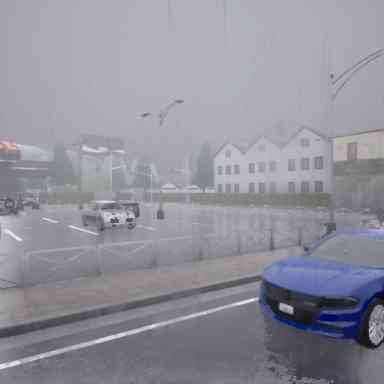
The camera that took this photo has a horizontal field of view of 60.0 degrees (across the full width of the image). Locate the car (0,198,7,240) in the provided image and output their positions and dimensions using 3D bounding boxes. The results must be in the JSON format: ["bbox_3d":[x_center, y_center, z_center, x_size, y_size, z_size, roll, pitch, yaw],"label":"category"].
[{"bbox_3d":[-9.665,1.169,14.375,2.152,1.636,5.027,0,0,-36],"label":"car"}]

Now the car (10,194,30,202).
[{"bbox_3d":[-38.162,1.328,73.786,3.866,1.878,1.905,0,0,-36],"label":"car"}]

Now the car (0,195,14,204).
[{"bbox_3d":[-38.404,1.495,66.658,4.611,1.667,2.242,0,0,-36],"label":"car"}]

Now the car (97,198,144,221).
[{"bbox_3d":[-5.742,1.313,26.231,2.007,1.523,4.514,0,0,-36],"label":"car"}]

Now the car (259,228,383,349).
[{"bbox_3d":[3.450,1.477,6.453,5.008,1.535,1.882,0,0,-35],"label":"car"}]

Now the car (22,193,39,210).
[{"bbox_3d":[-19.101,1.092,38.662,1.905,1.878,3.866,0,0,-36],"label":"car"}]

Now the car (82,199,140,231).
[{"bbox_3d":[-4.629,1.248,18.365,1.970,1.475,3.806,0,0,-36],"label":"car"}]

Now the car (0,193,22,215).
[{"bbox_3d":[-17.207,1.113,30.348,1.932,1.855,4.605,0,0,-36],"label":"car"}]
